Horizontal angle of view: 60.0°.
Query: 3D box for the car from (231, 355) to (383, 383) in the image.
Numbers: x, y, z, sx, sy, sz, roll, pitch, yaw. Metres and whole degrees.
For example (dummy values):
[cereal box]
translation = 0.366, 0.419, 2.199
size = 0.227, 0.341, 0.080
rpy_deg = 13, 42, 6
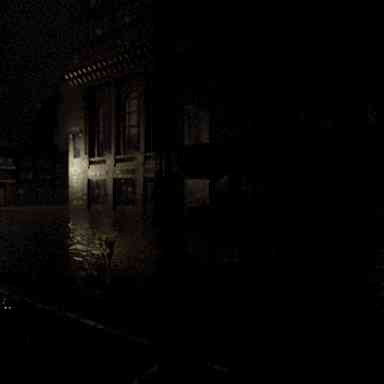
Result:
[car]
translation = 2.020, 1.549, 1.405
size = 4.403, 1.369, 2.008
rpy_deg = 0, 0, 35
